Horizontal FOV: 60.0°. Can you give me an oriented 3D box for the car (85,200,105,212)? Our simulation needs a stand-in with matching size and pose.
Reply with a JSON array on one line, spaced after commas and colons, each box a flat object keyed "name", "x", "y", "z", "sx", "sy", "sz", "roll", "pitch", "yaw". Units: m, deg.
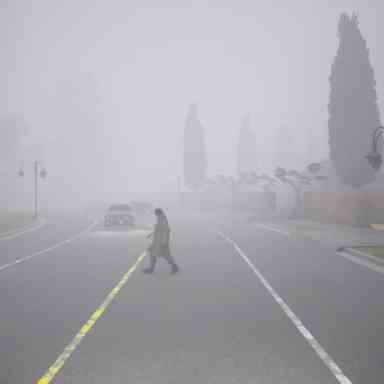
[{"name": "car", "x": -11.721, "y": 1.710, "z": 41.794, "sx": 4.181, "sy": 1.385, "sz": 1.994, "roll": -1, "pitch": -1, "yaw": 44}]

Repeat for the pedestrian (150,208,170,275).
[{"name": "pedestrian", "x": -0.868, "y": 1.295, "z": 9.028, "sx": 0.375, "sy": 1.860, "sz": 0.375, "roll": 0, "pitch": 0, "yaw": 0}]

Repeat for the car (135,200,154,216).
[{"name": "car", "x": -5.297, "y": 1.565, "z": 33.051, "sx": 1.837, "sy": 1.490, "sz": 4.892, "roll": 0, "pitch": 0, "yaw": -28}]

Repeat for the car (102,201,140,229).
[{"name": "car", "x": -4.728, "y": 1.510, "z": 21.738, "sx": 1.837, "sy": 1.490, "sz": 4.892, "roll": 1, "pitch": 0, "yaw": -14}]
